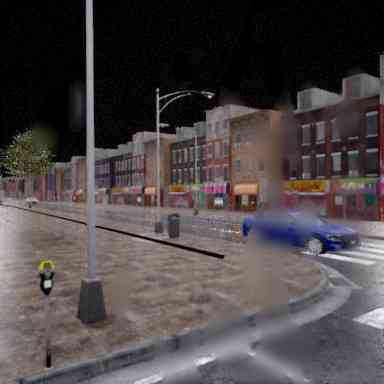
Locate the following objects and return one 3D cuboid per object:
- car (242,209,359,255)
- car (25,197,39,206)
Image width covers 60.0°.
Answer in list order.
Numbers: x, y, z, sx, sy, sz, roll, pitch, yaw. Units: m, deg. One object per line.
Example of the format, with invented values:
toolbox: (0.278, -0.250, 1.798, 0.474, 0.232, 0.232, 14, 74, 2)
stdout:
car: (4.243, 1.501, 13.755, 1.882, 1.535, 5.008, -1, 0, -35)
car: (-30.163, 1.736, 62.578, 1.882, 1.535, 5.008, -1, 0, -35)
